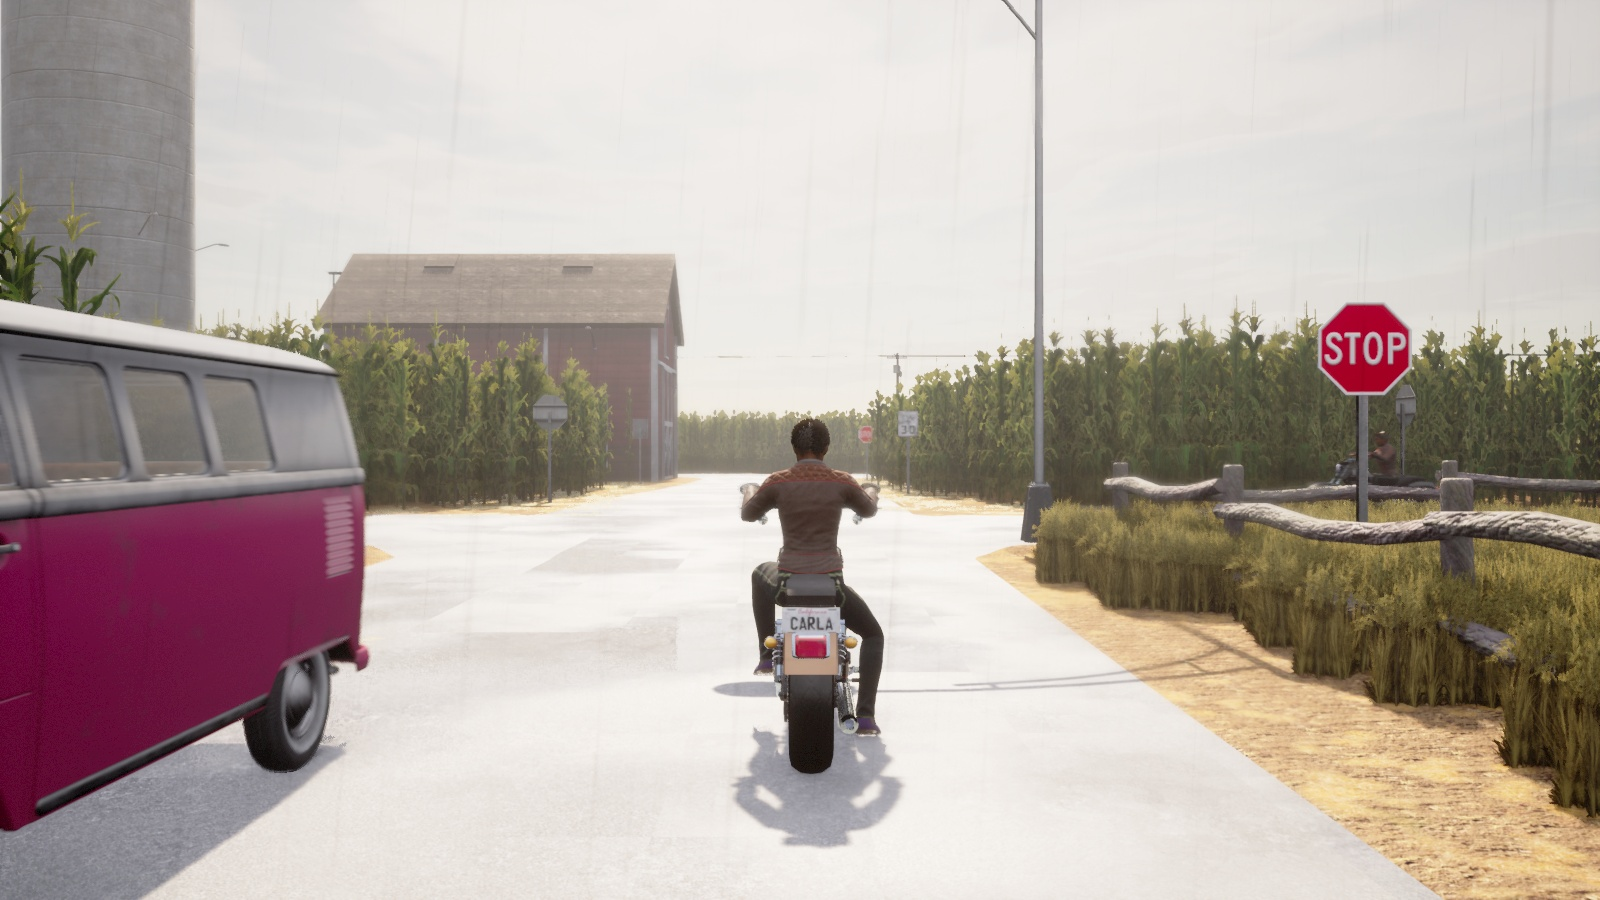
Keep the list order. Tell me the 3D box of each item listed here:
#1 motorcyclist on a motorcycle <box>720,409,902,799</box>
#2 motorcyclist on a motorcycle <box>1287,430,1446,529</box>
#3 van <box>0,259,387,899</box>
[{"bbox_3d":[0.053,0.647,6.489,0.766,1.649,2.350,0,0,0],"label":"motorcyclist on a motorcycle"},{"bbox_3d":[9.660,0.497,21.467,2.350,1.649,0.766,0,0,1],"label":"motorcyclist on a motorcycle"},{"bbox_3d":[-3.059,0.464,4.349,1.775,1.987,4.442,0,0,0],"label":"van"}]
